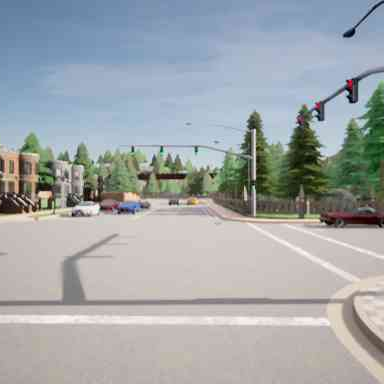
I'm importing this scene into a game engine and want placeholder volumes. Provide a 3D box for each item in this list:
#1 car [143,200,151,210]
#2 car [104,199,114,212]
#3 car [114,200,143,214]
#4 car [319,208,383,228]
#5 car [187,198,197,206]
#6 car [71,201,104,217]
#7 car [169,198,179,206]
[{"bbox_3d":[-7.136,1.833,47.967,1.994,1.385,4.181,0,0,0],"label":"car"},{"bbox_3d":[-10.649,1.718,42.695,1.882,1.535,5.008,0,0,0],"label":"car"},{"bbox_3d":[-7.150,1.691,37.980,1.882,1.535,5.008,0,0,0],"label":"car"},{"bbox_3d":[11.156,1.727,22.507,4.718,1.301,1.895,0,0,2],"label":"car"},{"bbox_3d":[0.006,1.840,64.529,1.882,1.535,5.008,0,0,0],"label":"car"},{"bbox_3d":[-10.644,1.715,33.642,1.812,1.442,4.674,0,0,0],"label":"car"},{"bbox_3d":[-3.496,1.854,64.580,2.128,1.511,4.902,0,0,0],"label":"car"}]
